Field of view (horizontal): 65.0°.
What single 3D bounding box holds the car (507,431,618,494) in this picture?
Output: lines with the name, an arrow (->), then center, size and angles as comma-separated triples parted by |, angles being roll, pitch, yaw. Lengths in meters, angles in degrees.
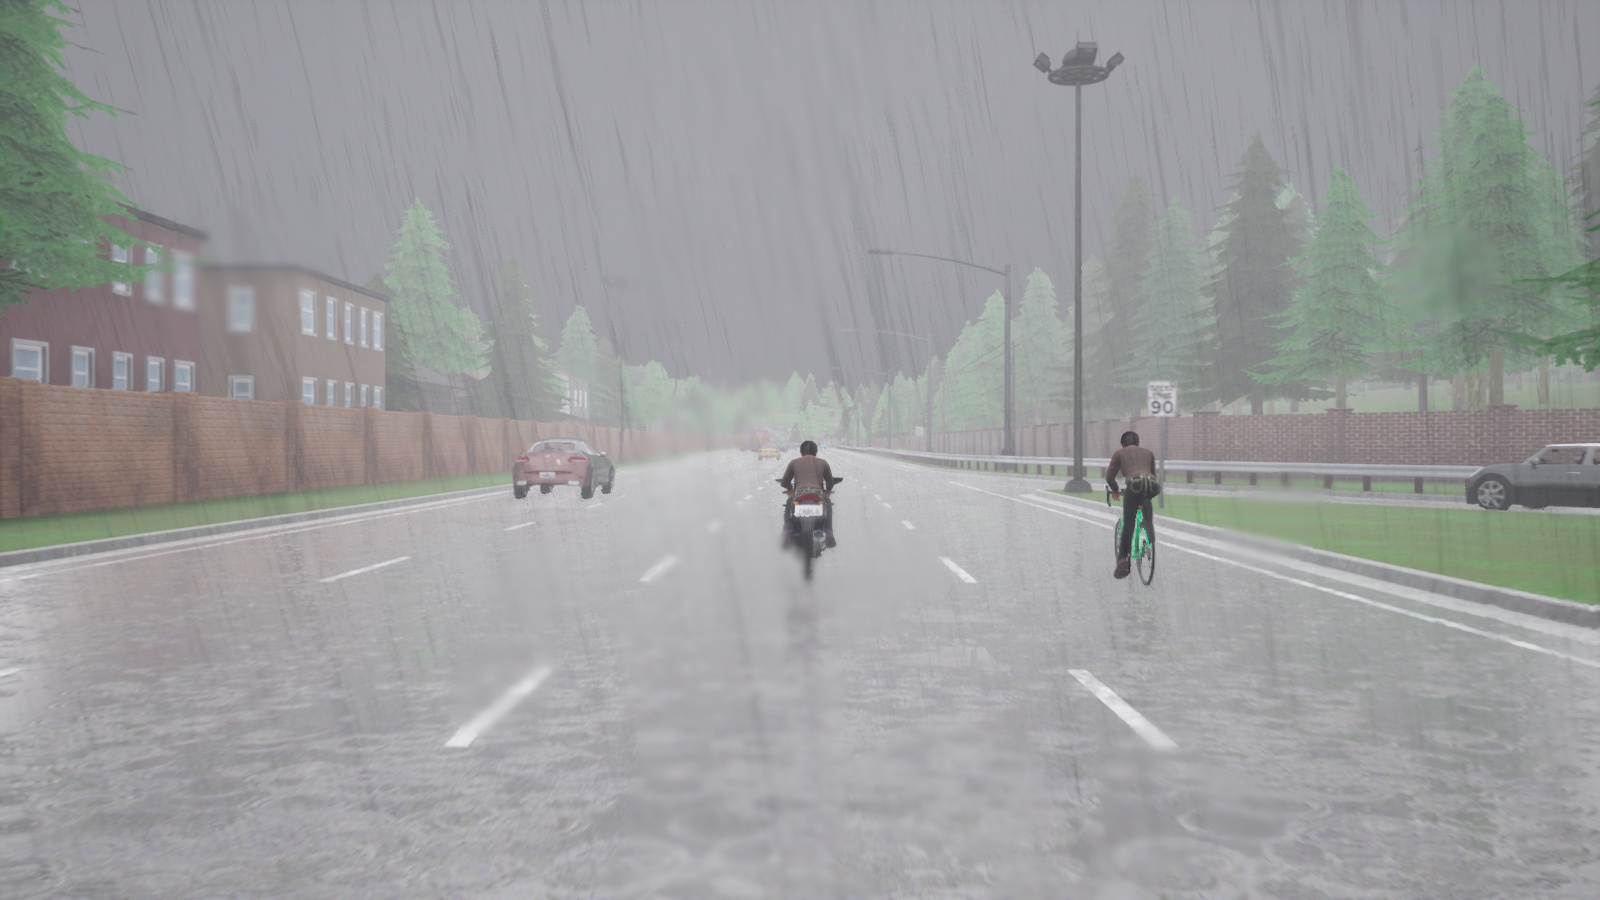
car -> -6.600, 0.321, 35.526 | 2.152, 1.651, 5.027 | 0, 0, 0

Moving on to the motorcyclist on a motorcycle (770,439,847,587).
motorcyclist on a motorcycle -> 0.098, 0.649, 13.974 | 0.797, 1.523, 2.044 | 0, 0, 0

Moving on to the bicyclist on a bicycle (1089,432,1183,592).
bicyclist on a bicycle -> 3.595, 0.627, 13.538 | 0.582, 1.620, 1.656 | 0, 0, 0

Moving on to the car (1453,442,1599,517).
car -> 16.057, 0.578, 26.236 | 1.970, 1.475, 3.806 | 0, 0, -32
